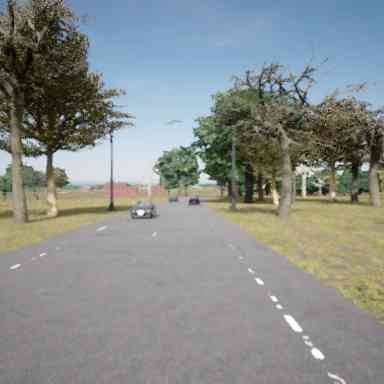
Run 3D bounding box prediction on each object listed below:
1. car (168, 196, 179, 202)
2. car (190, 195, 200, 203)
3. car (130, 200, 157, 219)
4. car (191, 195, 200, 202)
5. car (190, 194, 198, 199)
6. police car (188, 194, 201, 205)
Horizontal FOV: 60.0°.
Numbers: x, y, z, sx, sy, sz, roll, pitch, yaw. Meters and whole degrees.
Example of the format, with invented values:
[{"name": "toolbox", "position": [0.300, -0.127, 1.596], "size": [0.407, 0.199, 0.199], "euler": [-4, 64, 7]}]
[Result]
[{"name": "car", "position": [-3.846, 1.437, 69.303], "size": [1.994, 1.385, 4.181], "euler": [0, 0, 2]}, {"name": "car", "position": [0.621, 1.373, 66.603], "size": [1.882, 1.535, 5.008], "euler": [0, 0, 2]}, {"name": "car", "position": [-4.103, 1.483, 28.681], "size": [2.128, 1.511, 4.902], "euler": [0, 0, -1]}, {"name": "car", "position": [0.817, 1.379, 72.576], "size": [1.837, 1.490, 4.892], "euler": [0, 0, 2]}, {"name": "car", "position": [0.582, 1.189, 89.448], "size": [1.812, 1.442, 4.674], "euler": [0, 0, 4]}, {"name": "police car", "position": [0.405, 1.355, 56.752], "size": [1.930, 1.638, 5.238], "euler": [0, 0, 1]}]
